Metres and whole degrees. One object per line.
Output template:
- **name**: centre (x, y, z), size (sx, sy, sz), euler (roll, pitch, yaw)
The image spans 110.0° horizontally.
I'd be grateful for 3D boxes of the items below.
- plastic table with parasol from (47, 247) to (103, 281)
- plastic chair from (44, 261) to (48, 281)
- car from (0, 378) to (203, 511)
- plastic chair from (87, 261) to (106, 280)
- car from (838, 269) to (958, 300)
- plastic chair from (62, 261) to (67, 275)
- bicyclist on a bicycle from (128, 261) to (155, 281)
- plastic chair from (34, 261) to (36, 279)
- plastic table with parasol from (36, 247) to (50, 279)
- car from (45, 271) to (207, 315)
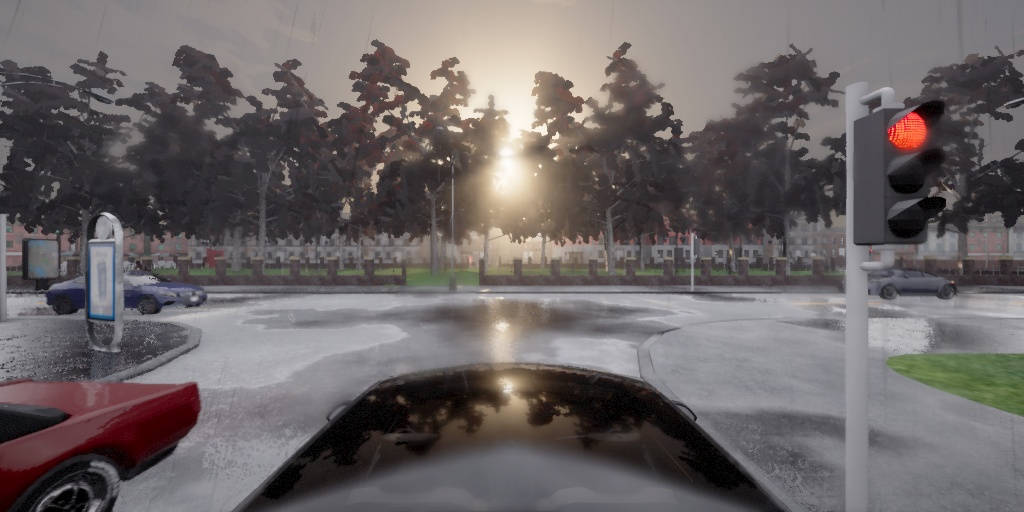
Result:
- **plastic table with parasol**: centre (-39.181, 0.694, 32.257), size (2.482, 2.480, 2.482), euler (0, 0, -40)
- **plastic chair**: centre (-40.212, 1.293, 31.512), size (0.730, 1.272, 0.750), euler (0, 0, -40)
- **car**: centre (-3.876, 1.351, 1.051), size (1.895, 1.301, 4.718), euler (0, 0, 3)
- **plastic chair**: centre (-38.183, 1.296, 32.990), size (0.730, 1.272, 0.750), euler (0, 0, -40)
- **car**: centre (18.249, 1.314, 17.080), size (4.181, 1.385, 1.994), euler (0, 0, 0)
- **plastic chair**: centre (-38.279, 1.306, 31.284), size (0.750, 1.272, 0.730), euler (0, 0, -35)
- **bicyclist on a bicycle**: centre (-22.028, 1.099, 21.269), size (0.582, 1.620, 1.656), euler (0, 0, 0)
- **plastic chair**: centre (-44.610, 1.295, 34.151), size (0.730, 1.272, 0.750), euler (0, 0, -41)
- **plastic table with parasol**: centre (-43.602, 0.620, 34.901), size (2.482, 2.480, 2.482), euler (0, 0, -39)
- **car**: centre (-13.736, 1.276, 12.886), size (4.674, 1.442, 1.812), euler (0, 0, 0)
